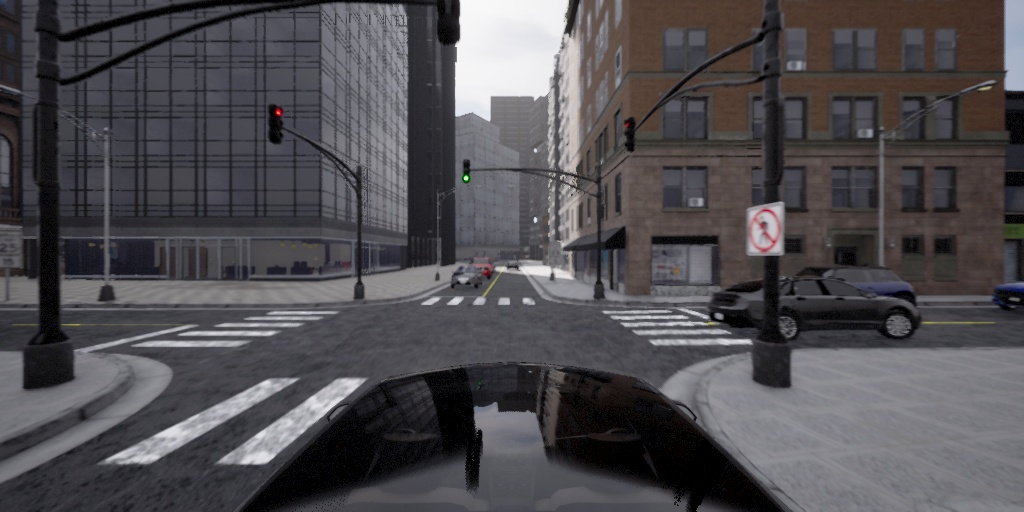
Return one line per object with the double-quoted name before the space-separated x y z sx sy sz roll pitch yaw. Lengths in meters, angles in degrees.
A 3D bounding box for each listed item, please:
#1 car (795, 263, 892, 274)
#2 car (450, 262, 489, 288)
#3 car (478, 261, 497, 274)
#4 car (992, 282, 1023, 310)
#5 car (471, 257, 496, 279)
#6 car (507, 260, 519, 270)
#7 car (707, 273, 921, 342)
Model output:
"car" 10.854 1.119 12.398 4.553 1.767 2.097 0 0 -1
"car" -3.087 1.395 25.239 2.128 1.511 4.902 0 0 0
"car" -3.070 1.397 45.969 2.128 1.511 4.902 0 0 0
"car" 19.977 1.216 12.454 5.008 1.535 1.882 0 0 0
"car" -3.090 1.141 35.546 2.150 2.045 5.566 0 0 0
"car" 0.116 1.388 54.828 1.837 1.490 4.892 0 0 0
"car" 7.777 1.294 9.440 4.892 1.490 1.837 -1 -3 -3
